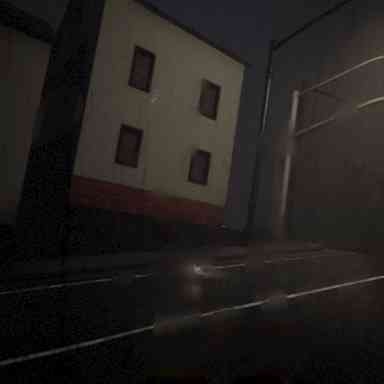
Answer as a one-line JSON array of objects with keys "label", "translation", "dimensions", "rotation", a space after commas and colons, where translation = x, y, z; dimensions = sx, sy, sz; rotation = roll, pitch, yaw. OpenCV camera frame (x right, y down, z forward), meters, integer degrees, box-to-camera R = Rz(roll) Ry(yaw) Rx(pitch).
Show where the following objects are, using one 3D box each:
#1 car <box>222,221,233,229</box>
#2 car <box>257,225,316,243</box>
[{"label": "car", "translation": [2.532, 3.666, 37.380], "dimensions": [1.837, 1.490, 4.892], "rotation": [13, -8, -35]}, {"label": "car", "translation": [8.192, 3.677, 29.360], "dimensions": [2.033, 1.411, 5.357], "rotation": [13, -7, -35]}]
